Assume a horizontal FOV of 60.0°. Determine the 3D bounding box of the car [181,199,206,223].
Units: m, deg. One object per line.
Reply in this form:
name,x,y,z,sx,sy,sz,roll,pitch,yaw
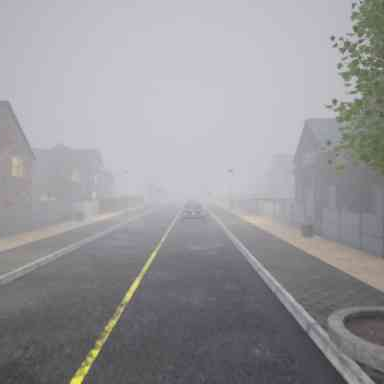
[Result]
car,0.102,1.560,25.976,2.033,1.411,5.357,0,0,0
